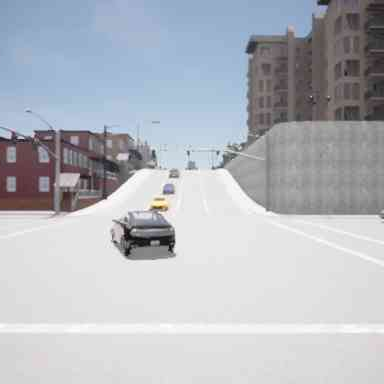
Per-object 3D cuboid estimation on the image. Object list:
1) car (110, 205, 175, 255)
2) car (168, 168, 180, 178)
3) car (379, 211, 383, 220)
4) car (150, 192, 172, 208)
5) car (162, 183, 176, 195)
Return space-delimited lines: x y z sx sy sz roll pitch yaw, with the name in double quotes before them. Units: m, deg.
"car" -2.116 1.515 13.554 2.128 1.511 4.902 0 0 -21
"car" -3.506 -3.820 66.018 2.097 1.767 4.553 0 12 0
"car" 16.269 1.643 24.062 4.718 1.301 1.895 0 0 -1
"car" -3.584 1.211 37.283 1.882 1.535 5.008 0 4 0
"car" -3.548 -0.591 51.574 1.812 1.442 4.674 0 10 0
